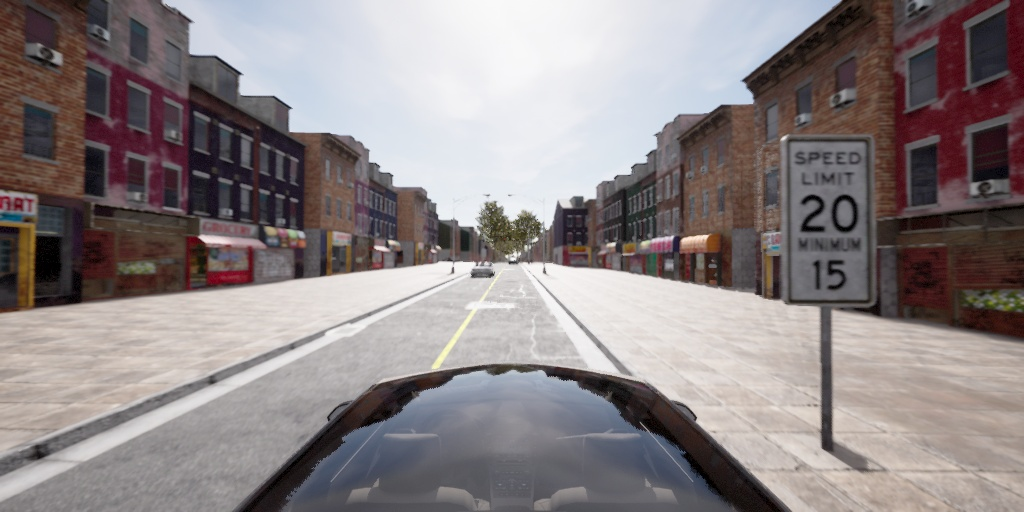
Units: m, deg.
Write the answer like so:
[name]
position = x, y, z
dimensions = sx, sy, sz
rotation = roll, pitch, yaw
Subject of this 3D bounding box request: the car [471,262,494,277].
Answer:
[car]
position = -2.656, 1.208, 33.011
dimensions = 1.895, 1.301, 4.718
rotation = 0, 0, 0
